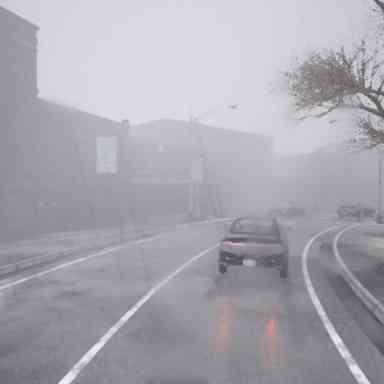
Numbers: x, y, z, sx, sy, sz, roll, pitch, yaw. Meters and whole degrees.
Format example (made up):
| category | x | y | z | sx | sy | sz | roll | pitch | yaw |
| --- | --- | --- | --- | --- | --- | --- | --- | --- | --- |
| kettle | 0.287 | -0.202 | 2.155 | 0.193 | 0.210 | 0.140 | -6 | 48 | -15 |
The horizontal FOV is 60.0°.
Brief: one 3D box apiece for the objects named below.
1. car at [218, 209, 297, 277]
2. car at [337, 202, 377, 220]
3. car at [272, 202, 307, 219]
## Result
| category | x | y | z | sx | sy | sz | roll | pitch | yaw |
| --- | --- | --- | --- | --- | --- | --- | --- | --- | --- |
| car | 2.067 | 1.517 | 10.455 | 2.128 | 1.511 | 4.902 | 0 | 0 | 16 |
| car | 14.860 | 1.665 | 29.837 | 4.902 | 1.511 | 2.128 | 1 | 0 | -41 |
| car | 8.269 | 1.592 | 28.604 | 1.812 | 1.442 | 4.674 | 1 | 0 | 43 |
